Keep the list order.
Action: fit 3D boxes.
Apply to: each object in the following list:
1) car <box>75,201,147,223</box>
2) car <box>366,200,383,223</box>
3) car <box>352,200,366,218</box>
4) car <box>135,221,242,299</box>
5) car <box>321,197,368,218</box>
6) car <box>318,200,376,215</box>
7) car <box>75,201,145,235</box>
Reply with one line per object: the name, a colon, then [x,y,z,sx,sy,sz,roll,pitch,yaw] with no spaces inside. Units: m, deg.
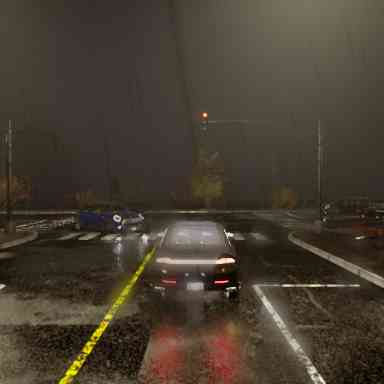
car: [-6.081,1.470,25.317,5.008,1.535,1.882,-1,0,1]
car: [14.609,1.445,21.861,4.902,1.511,2.128,0,1,1]
car: [15.129,1.510,25.108,4.718,1.301,1.895,0,1,1]
car: [0.083,1.489,8.425,2.128,1.511,4.902,0,0,1]
car: [13.144,1.230,28.529,4.553,1.767,2.097,0,1,-1]
car: [14.749,1.427,31.811,4.718,1.301,1.895,0,1,-2]
car: [-4.680,1.348,18.830,4.553,1.767,2.097,0,0,42]
